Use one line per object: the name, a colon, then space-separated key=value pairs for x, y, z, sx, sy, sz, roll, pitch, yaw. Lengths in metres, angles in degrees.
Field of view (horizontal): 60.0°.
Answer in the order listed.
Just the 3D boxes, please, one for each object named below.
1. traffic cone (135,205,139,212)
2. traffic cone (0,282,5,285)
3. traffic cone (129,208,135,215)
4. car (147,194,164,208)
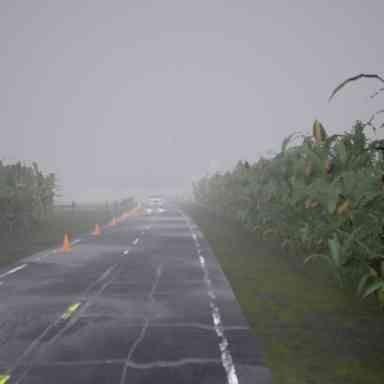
traffic cone: x=-6.512 y=1.985 z=37.891 sx=0.340 sy=0.580 sz=0.340 roll=0 pitch=0 yaw=-5
traffic cone: x=-4.820 y=1.966 z=8.114 sx=0.340 sy=0.580 sz=0.340 roll=0 pitch=0 yaw=-1
traffic cone: x=-6.086 y=1.982 z=32.937 sx=0.340 sy=0.580 sz=0.340 roll=0 pitch=0 yaw=-5
car: x=-5.259 y=1.259 z=47.734 sx=2.150 sy=2.045 sz=5.566 roll=0 pitch=0 yaw=-7
